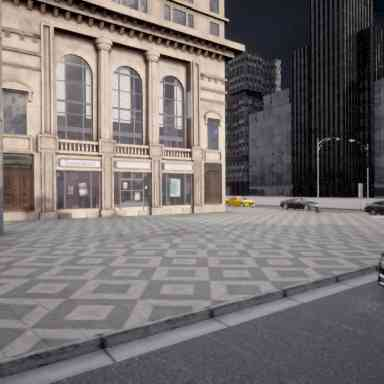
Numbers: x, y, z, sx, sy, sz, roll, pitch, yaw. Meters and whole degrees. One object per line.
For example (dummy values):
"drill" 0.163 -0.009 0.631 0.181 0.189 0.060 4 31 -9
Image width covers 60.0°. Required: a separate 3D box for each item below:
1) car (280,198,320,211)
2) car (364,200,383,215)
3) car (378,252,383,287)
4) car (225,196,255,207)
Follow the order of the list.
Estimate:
"car" 12.460 1.415 38.513 2.128 1.511 4.902 -1 0 -34
"car" 18.133 1.478 30.169 1.812 1.442 4.674 -1 0 -34
"car" 6.278 1.489 7.866 4.902 1.511 2.128 0 0 -36
"car" 6.680 1.372 47.063 1.882 1.535 5.008 -1 0 -34
